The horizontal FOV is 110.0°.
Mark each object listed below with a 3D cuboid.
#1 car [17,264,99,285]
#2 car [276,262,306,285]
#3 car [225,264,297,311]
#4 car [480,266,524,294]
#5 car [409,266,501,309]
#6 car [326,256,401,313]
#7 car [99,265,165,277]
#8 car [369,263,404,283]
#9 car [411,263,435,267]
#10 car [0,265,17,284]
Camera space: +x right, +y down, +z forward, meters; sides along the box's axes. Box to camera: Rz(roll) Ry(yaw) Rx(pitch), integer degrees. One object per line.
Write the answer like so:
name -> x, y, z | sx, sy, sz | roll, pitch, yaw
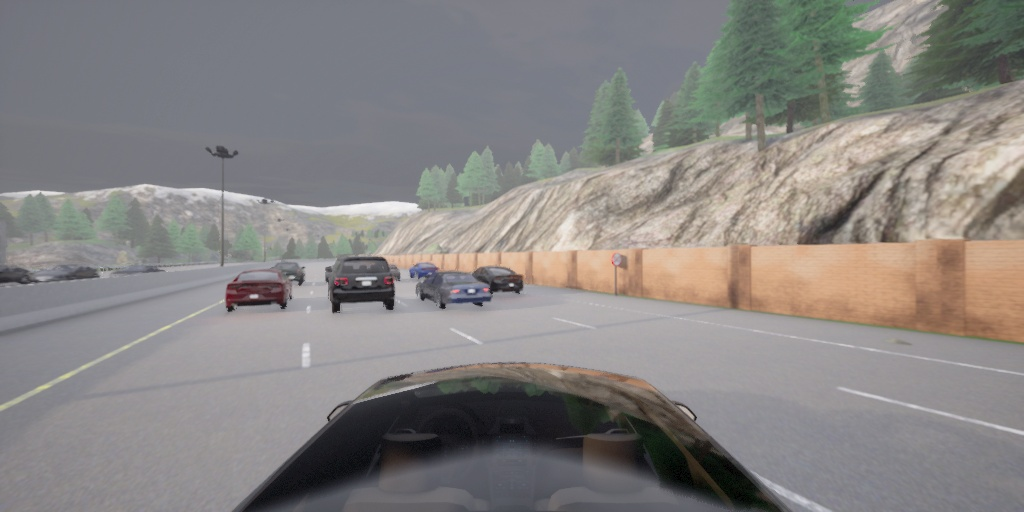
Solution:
car -> -32.315, 1.363, 26.036 | 2.128, 1.511, 4.902 | 0, 0, -28
car -> -16.815, 1.209, 26.991 | 2.097, 1.767, 4.553 | 0, 0, -28
car -> -10.355, 1.286, 14.969 | 1.882, 1.535, 5.008 | 0, 0, -28
car -> -1.181, 1.291, 20.079 | 1.882, 1.535, 5.008 | 0, 0, -28
car -> -2.676, 1.348, 15.429 | 2.033, 1.411, 5.357 | 0, 0, -28
car -> -6.243, 1.025, 14.681 | 2.150, 2.045, 5.566 | 0, 0, -28
car -> -29.539, 1.425, 28.424 | 2.033, 1.411, 5.357 | 0, 0, -26
car -> -10.680, 1.353, 30.364 | 2.128, 1.511, 4.902 | 0, 0, -28
car -> -8.147, 1.344, 33.070 | 1.882, 1.535, 5.008 | 0, 0, -28
car -> -35.362, 1.361, 24.315 | 2.128, 1.511, 4.902 | 0, 0, -28
